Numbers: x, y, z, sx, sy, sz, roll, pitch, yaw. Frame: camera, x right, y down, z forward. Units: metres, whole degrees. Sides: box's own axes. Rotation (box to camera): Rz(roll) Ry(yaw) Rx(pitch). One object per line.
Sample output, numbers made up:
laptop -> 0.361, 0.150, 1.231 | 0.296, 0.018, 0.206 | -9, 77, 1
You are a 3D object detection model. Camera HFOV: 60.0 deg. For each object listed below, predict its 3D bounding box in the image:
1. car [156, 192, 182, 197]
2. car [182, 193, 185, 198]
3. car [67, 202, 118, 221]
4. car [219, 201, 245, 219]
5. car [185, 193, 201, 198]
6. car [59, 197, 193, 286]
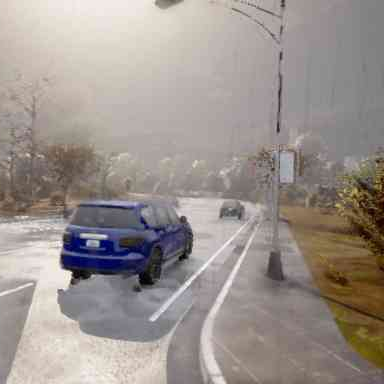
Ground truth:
car -> -3.334, 1.341, 47.506 | 2.097, 1.767, 4.553 | 2, 1, 12
car -> -3.419, 0.870, 94.626 | 2.033, 1.411, 5.357 | 2, 1, -34
car -> -8.155, 1.531, 27.672 | 1.895, 1.301, 4.718 | 2, 0, 14
car -> 4.061, 1.670, 33.088 | 2.097, 1.767, 4.553 | 2, 0, 14
car -> 0.756, 1.037, 94.475 | 1.812, 1.442, 4.674 | 2, 1, -34
car -> -1.540, 1.262, 9.880 | 2.150, 2.045, 5.566 | 2, 0, 14
